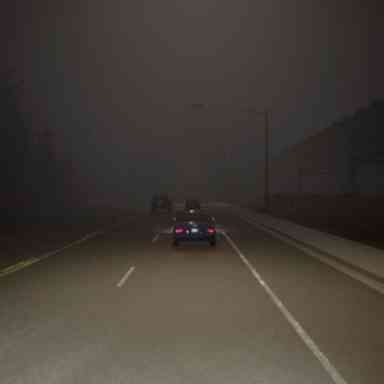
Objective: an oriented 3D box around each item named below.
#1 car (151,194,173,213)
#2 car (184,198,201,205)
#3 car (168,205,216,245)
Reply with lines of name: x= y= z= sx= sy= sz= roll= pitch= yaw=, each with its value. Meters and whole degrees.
car: x=-3.400 y=1.252 z=37.866 sx=2.150 sy=2.045 sz=5.566 roll=0 pitch=0 yaw=0
car: x=0.100 y=1.508 z=40.460 sx=1.882 sy=1.535 sz=5.008 roll=0 pitch=0 yaw=0
car: x=0.099 y=1.559 z=15.467 sx=2.033 sy=1.411 sz=5.357 roll=0 pitch=0 yaw=0
